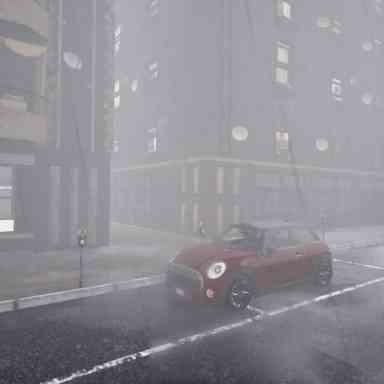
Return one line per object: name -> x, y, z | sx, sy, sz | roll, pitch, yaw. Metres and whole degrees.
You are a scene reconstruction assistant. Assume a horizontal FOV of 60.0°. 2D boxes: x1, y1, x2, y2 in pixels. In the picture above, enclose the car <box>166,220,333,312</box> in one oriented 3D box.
car -> 1.390, 1.442, 7.697 | 4.097, 1.590, 1.967 | 0, 1, -36
